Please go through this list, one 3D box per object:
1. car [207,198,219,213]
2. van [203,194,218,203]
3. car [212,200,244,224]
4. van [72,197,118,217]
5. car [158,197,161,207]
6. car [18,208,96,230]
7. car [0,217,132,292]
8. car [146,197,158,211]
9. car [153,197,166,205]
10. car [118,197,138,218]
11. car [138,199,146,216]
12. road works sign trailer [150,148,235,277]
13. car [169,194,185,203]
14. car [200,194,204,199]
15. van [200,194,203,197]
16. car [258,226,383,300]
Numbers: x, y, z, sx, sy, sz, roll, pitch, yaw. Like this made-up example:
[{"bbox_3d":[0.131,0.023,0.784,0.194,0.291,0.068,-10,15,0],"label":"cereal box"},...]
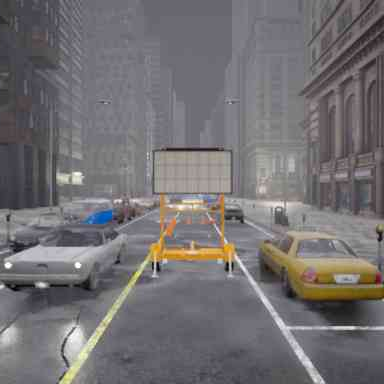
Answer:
[{"bbox_3d":[2.850,1.581,35.749,1.802,1.307,4.206,0,0,0],"label":"car"},{"bbox_3d":[2.877,1.340,46.800,1.690,1.788,3.998,0,0,0],"label":"van"},{"bbox_3d":[2.825,1.550,24.699,2.008,1.369,4.403,0,0,0],"label":"car"},{"bbox_3d":[-5.727,1.341,19.208,1.690,1.788,3.998,0,0,0],"label":"van"},{"bbox_3d":[-5.675,1.544,46.835,1.887,1.381,4.507,0,0,0],"label":"car"},{"bbox_3d":[-5.739,1.551,13.682,2.008,1.369,4.403,0,0,0],"label":"car"},{"bbox_3d":[-3.082,1.601,9.033,1.895,1.301,4.718,0,0,0],"label":"car"},{"bbox_3d":[-5.686,1.525,41.140,1.752,1.417,4.829,0,0,0],"label":"car"},{"bbox_3d":[-5.654,1.545,57.886,1.887,1.381,4.507,0,0,0],"label":"car"},{"bbox_3d":[-5.717,1.315,24.733,2.192,1.841,5.009,0,0,0],"label":"car"},{"bbox_3d":[-5.707,1.544,30.258,1.887,1.381,4.507,0,0,0],"label":"car"},{"bbox_3d":[0.020,0.464,10.168,2.380,3.560,2.880,0,0,0],"label":"road works sign trailer"},{"bbox_3d":[-2.885,1.228,60.740,2.150,2.045,5.566,0,0,0],"label":"car"},{"bbox_3d":[2.901,1.545,57.849,1.887,1.381,4.507,0,0,0],"label":"car"},{"bbox_3d":[2.915,1.343,63.374,1.690,1.788,3.998,0,0,0],"label":"van"},{"bbox_3d":[2.787,1.525,8.294,1.752,1.417,4.829,0,0,0],"label":"car"}]
